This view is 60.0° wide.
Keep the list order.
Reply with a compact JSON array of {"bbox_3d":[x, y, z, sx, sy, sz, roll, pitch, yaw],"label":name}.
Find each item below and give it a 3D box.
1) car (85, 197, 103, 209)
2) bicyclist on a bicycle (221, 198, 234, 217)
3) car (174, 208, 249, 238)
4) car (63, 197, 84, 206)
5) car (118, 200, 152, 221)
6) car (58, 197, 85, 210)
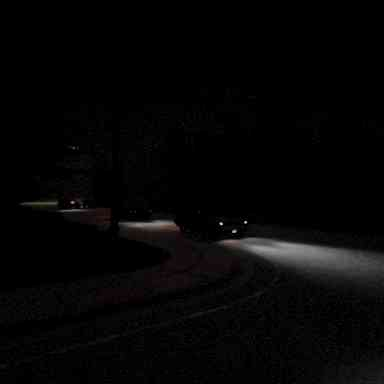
[{"bbox_3d":[-13.689,1.451,46.071,2.128,1.511,4.902,0,0,-34],"label":"car"},{"bbox_3d":[3.123,1.334,27.816,1.656,1.620,0.582,22,-28,-26],"label":"bicyclist on a bicycle"},{"bbox_3d":[0.903,1.557,17.673,1.895,1.301,4.718,0,0,-31],"label":"car"},{"bbox_3d":[-19.491,1.507,54.484,2.033,1.411,5.357,0,0,-34],"label":"car"},{"bbox_3d":[-4.956,1.433,26.762,1.882,1.535,5.008,0,0,-34],"label":"car"},{"bbox_3d":[-15.952,1.510,42.987,2.033,1.411,5.357,0,0,-34],"label":"car"}]
